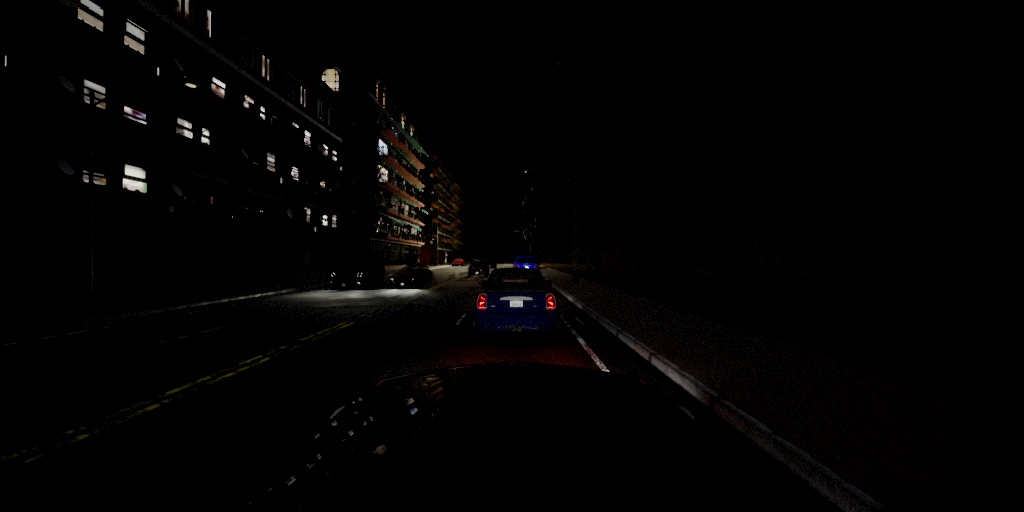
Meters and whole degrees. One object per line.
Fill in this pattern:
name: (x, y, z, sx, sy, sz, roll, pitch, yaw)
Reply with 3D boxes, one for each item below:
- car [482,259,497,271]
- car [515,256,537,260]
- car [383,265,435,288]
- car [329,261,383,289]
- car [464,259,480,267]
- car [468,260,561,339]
car: (-3.127, 1.260, 50.781, 1.837, 1.490, 4.892, 0, 0, 0)
car: (1.151, 0.980, 30.200, 2.150, 2.045, 5.566, 0, 0, 0)
car: (-6.588, 1.302, 24.206, 2.033, 1.411, 5.357, 0, 0, 0)
car: (-9.841, 1.106, 23.196, 2.097, 1.767, 4.553, 0, 0, 0)
car: (-3.135, 1.260, 34.708, 1.837, 1.490, 4.892, 0, 0, 0)
car: (0.104, 1.104, 10.247, 2.097, 1.767, 4.553, 0, 0, 0)
